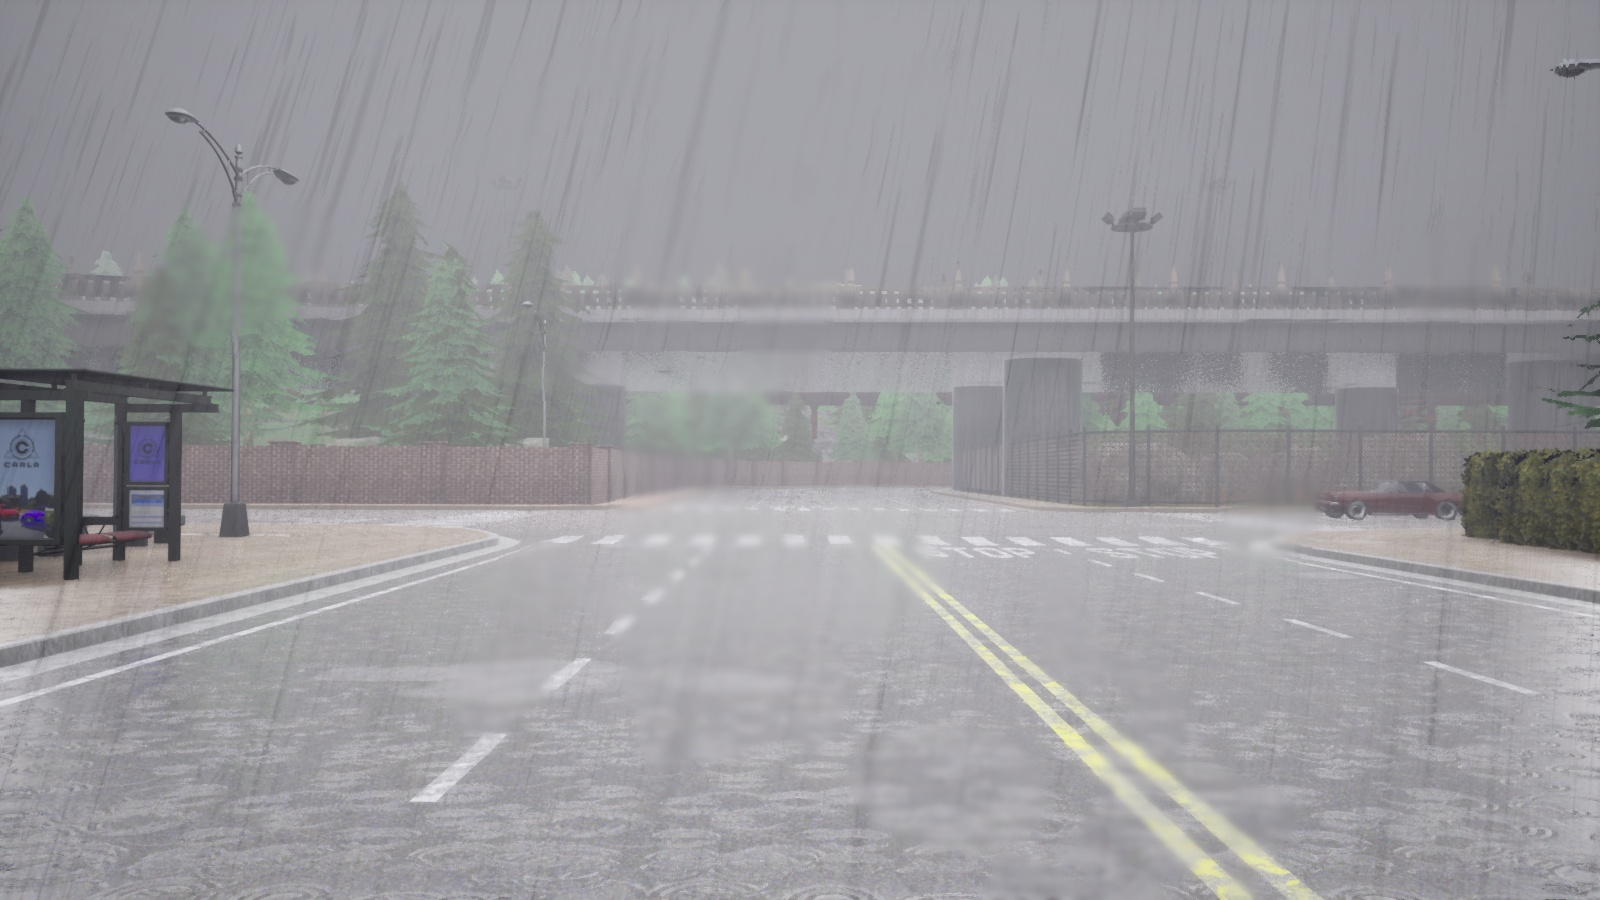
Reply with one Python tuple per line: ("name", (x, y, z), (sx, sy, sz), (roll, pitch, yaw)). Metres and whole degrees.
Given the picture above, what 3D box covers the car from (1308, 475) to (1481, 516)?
("car", (19.304, 1.468, 40.900), (4.718, 1.301, 1.895), (0, -1, 0))
